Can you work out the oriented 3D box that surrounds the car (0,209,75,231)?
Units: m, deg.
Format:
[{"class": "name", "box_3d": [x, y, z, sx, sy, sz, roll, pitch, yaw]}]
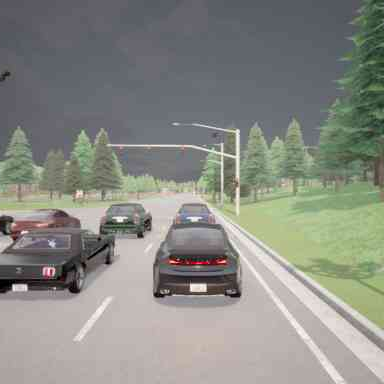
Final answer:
[{"class": "car", "box_3d": [-6.883, 1.526, 16.008, 1.812, 1.442, 4.674, 0, 0, 0]}]

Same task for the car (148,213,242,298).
[{"class": "car", "box_3d": [0.109, 1.505, 8.512, 1.837, 1.490, 4.892, 0, 0, 0]}]

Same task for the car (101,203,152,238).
[{"class": "car", "box_3d": [-3.381, 1.352, 17.750, 2.097, 1.767, 4.553, 0, 0, 0]}]

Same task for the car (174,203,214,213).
[{"class": "car", "box_3d": [0.118, 1.352, 17.606, 2.097, 1.767, 4.553, 0, 0, 0]}]

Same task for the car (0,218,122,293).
[{"class": "car", "box_3d": [-3.390, 1.601, 8.793, 1.895, 1.301, 4.718, 0, 0, 0]}]
